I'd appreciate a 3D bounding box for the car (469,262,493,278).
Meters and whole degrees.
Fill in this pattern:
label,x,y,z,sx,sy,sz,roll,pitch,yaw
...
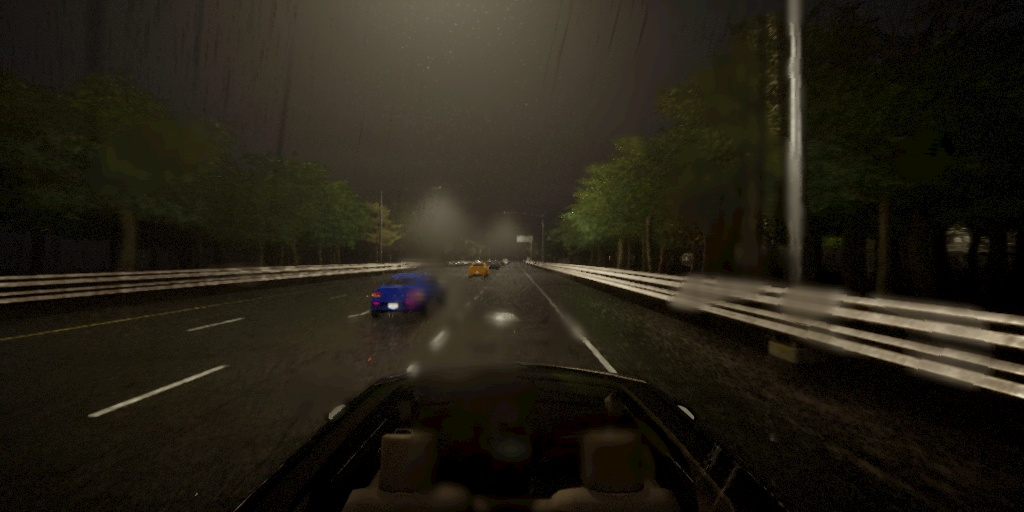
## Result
label,x,y,z,sx,sy,sz,roll,pitch,yaw
car,-3.437,1.453,38.012,1.882,1.535,5.008,0,-1,0

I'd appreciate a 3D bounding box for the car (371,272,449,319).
label,x,y,z,sx,sy,sz,roll,pitch,yaw
car,-3.495,1.310,12.844,1.812,1.442,4.674,0,0,0
